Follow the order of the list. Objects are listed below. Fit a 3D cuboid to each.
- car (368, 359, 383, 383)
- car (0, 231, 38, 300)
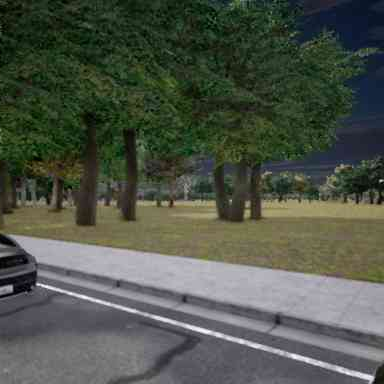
[{"bbox_3d":[3.381,1.478,1.270,4.902,1.511,2.128,0,0,36],"label":"car"},{"bbox_3d":[-5.452,1.576,7.589,4.892,1.490,1.837,0,0,36],"label":"car"}]
